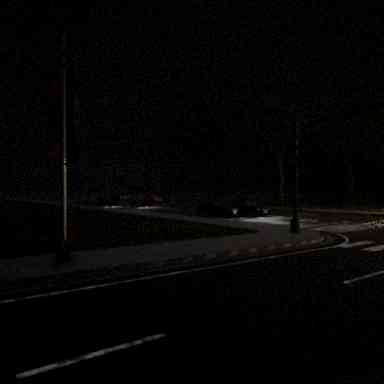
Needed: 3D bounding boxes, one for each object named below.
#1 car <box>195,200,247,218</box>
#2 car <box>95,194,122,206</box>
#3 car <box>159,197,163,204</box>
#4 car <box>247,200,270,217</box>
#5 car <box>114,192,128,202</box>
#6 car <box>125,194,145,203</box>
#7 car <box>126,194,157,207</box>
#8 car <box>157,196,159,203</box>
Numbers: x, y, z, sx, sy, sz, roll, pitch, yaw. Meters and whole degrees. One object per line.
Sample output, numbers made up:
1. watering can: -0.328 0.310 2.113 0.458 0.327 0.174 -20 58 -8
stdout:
1. car: 2.203 1.442 30.001 2.128 1.511 4.902 0 0 -36
2. car: -13.249 1.423 51.289 2.033 1.411 5.357 0 0 -36
3. car: -6.963 1.396 59.317 1.812 1.442 4.674 0 0 -36
4. car: 5.202 1.478 31.378 1.812 1.442 4.674 0 0 -36
5. car: -13.843 1.079 63.194 2.150 2.045 5.566 0 0 -36
6. car: -11.182 1.209 65.062 2.097 1.767 4.553 0 0 -36
7. car: -7.531 1.413 48.901 1.812 1.442 4.674 0 0 -36
8. car: -8.012 1.227 55.287 2.097 1.767 4.553 0 0 -36
